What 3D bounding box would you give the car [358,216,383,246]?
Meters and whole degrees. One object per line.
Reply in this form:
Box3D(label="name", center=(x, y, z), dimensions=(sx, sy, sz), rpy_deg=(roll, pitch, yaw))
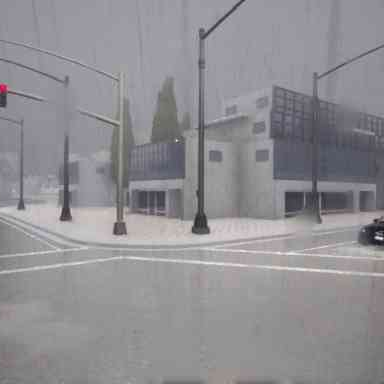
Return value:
Box3D(label="car", center=(8.895, 1.617, 14.163), dimensions=(4.181, 1.385, 1.994), rpy_deg=(0, 0, -37))
